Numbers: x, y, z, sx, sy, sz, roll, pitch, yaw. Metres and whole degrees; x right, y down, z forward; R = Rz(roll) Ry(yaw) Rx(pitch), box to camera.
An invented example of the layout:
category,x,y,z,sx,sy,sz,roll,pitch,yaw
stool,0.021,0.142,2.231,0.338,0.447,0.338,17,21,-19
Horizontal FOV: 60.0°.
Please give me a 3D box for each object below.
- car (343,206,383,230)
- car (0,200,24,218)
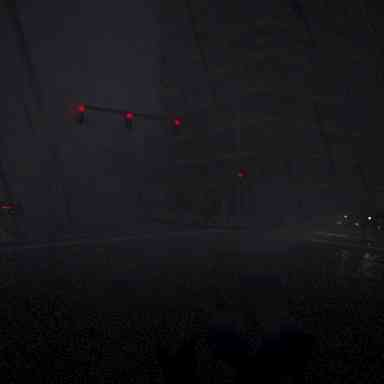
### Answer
category,x,y,z,sx,sy,sz,roll,pitch,yaw
car,11.497,1.579,20.805,4.718,1.301,1.895,0,0,-35
car,-16.376,1.488,29.825,2.128,1.511,4.902,0,0,-35
